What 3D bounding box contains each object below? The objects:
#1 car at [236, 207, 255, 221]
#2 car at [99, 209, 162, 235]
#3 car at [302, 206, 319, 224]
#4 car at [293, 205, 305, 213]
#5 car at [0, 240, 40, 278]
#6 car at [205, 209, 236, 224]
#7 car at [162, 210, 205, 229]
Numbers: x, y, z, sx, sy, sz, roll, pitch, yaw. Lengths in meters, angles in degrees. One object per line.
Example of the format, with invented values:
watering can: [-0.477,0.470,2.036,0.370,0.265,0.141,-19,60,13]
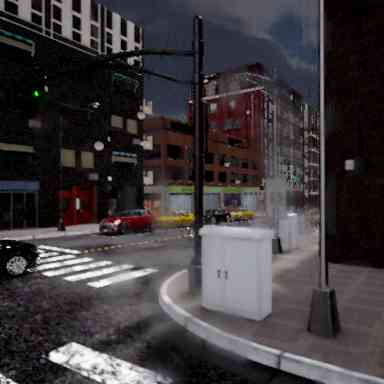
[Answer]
car: [5.106,2.316,35.703,1.752,1.417,4.829,-2,-2,35]
car: [-4.237,1.909,22.228,1.967,1.590,4.097,-2,-2,35]
car: [12.186,2.278,31.267,1.752,1.417,4.829,-2,-2,35]
car: [17.788,2.811,53.999,1.802,1.307,4.206,-2,-2,35]
car: [-6.582,1.710,8.828,1.837,1.490,4.892,0,-1,35]
car: [2.056,2.252,31.303,1.947,1.339,4.313,-2,-2,35]
car: [-1.187,2.100,26.625,1.752,1.417,4.829,-2,-2,35]
